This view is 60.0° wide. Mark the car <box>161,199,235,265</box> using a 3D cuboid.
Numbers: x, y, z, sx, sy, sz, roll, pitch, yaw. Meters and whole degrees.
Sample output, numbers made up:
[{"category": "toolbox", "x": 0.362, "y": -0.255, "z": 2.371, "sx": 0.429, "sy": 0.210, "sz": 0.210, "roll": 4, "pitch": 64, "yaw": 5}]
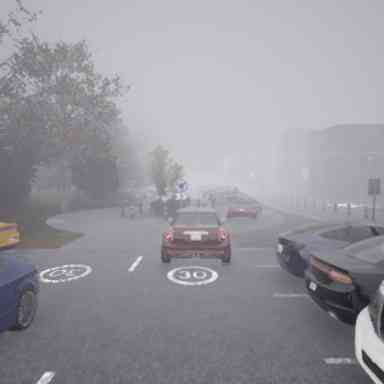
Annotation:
[{"category": "car", "x": 0.173, "y": 1.309, "z": 11.721, "sx": 2.097, "sy": 1.767, "sz": 4.553, "roll": 0, "pitch": 0, "yaw": 2}]

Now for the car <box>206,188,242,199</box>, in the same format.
[{"category": "car", "x": 4.375, "y": 0.591, "z": 38.289, "sx": 4.792, "sy": 1.488, "sz": 2.163, "roll": 0, "pitch": 1, "yaw": 0}]

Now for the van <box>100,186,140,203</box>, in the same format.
[{"category": "van", "x": -8.608, "y": 0.338, "z": 38.238, "sx": 4.442, "sy": 1.987, "sz": 1.878, "roll": 1, "pitch": 1, "yaw": 0}]

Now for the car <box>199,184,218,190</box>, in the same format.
[{"category": "car", "x": 4.493, "y": -1.397, "z": 91.188, "sx": 5.008, "sy": 1.535, "sz": 2.097, "roll": 0, "pitch": 3, "yaw": 0}]

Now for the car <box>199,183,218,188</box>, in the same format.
[{"category": "car", "x": 4.404, "y": -0.444, "z": 71.707, "sx": 4.553, "sy": 1.767, "sz": 2.185, "roll": 0, "pitch": 3, "yaw": 0}]

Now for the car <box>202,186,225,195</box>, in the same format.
[{"category": "car", "x": 4.397, "y": -0.321, "z": 68.930, "sx": 4.553, "sy": 1.767, "sz": 2.185, "roll": 0, "pitch": 3, "yaw": 0}]

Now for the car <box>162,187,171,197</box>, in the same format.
[{"category": "car", "x": -3.691, "y": 0.170, "z": 59.479, "sx": 2.128, "sy": 1.511, "sz": 4.902, "roll": 0, "pitch": 2, "yaw": 1}]

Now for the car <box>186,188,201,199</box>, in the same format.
[{"category": "car", "x": -0.091, "y": 0.542, "z": 44.016, "sx": 1.812, "sy": 1.442, "sz": 4.674, "roll": 0, "pitch": 1, "yaw": 0}]

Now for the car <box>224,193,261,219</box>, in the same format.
[{"category": "car", "x": 3.785, "y": 1.046, "z": 23.845, "sx": 1.994, "sy": 1.385, "sz": 4.181, "roll": 1, "pitch": 3, "yaw": 15}]

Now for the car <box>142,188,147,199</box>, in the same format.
[{"category": "car", "x": -8.722, "y": 0.542, "z": 43.700, "sx": 4.674, "sy": 1.452, "sz": 2.002, "roll": 0, "pitch": 1, "yaw": 0}]

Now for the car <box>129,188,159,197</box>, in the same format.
[{"category": "car", "x": -8.669, "y": 0.127, "z": 60.432, "sx": 5.008, "sy": 1.535, "sz": 2.097, "roll": 0, "pitch": 2, "yaw": 0}]

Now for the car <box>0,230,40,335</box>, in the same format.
[{"category": "car", "x": -3.565, "y": 1.511, "z": 4.093, "sx": 1.812, "sy": 1.442, "sz": 4.674, "roll": 0, "pitch": 0, "yaw": 0}]

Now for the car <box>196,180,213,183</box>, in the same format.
[{"category": "car", "x": 4.452, "y": -1.479, "z": 88.394, "sx": 5.566, "sy": 2.045, "sz": 2.435, "roll": 0, "pitch": 3, "yaw": 0}]

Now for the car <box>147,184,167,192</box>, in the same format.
[{"category": "car", "x": -8.646, "y": -1.012, "z": 82.714, "sx": 4.553, "sy": 1.767, "sz": 2.185, "roll": 0, "pitch": 3, "yaw": 0}]

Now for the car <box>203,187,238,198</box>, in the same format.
[{"category": "car", "x": 4.374, "y": 0.462, "z": 46.638, "sx": 5.008, "sy": 1.535, "sz": 2.097, "roll": 0, "pitch": 1, "yaw": 0}]

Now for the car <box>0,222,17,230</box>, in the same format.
[{"category": "car", "x": -8.516, "y": 1.441, "z": 11.154, "sx": 5.008, "sy": 1.535, "sz": 2.097, "roll": 0, "pitch": 0, "yaw": 0}]

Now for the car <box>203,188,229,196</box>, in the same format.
[{"category": "car", "x": 4.442, "y": 0.054, "z": 63.365, "sx": 4.792, "sy": 1.488, "sz": 2.163, "roll": 0, "pitch": 2, "yaw": 0}]

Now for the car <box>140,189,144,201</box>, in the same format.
[{"category": "car", "x": -8.730, "y": 0.572, "z": 40.915, "sx": 4.674, "sy": 1.452, "sz": 2.002, "roll": 0, "pitch": 1, "yaw": 0}]

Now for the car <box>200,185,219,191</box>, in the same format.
[{"category": "car", "x": 4.476, "y": -1.019, "z": 85.634, "sx": 4.674, "sy": 1.452, "sz": 2.002, "roll": 0, "pitch": 3, "yaw": 0}]

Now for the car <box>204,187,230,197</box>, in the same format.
[{"category": "car", "x": 4.437, "y": -0.004, "z": 60.574, "sx": 4.553, "sy": 1.767, "sz": 2.185, "roll": 0, "pitch": 2, "yaw": 0}]

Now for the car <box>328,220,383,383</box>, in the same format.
[{"category": "car", "x": 4.515, "y": 1.218, "z": 2.930, "sx": 5.566, "sy": 2.045, "sz": 2.435, "roll": 0, "pitch": 0, "yaw": 0}]

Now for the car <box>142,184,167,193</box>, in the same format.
[{"category": "car", "x": -8.658, "y": -0.834, "z": 77.135, "sx": 5.566, "sy": 2.045, "sz": 2.435, "roll": 0, "pitch": 3, "yaw": 0}]

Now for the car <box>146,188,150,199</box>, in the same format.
[{"category": "car", "x": -8.740, "y": 0.492, "z": 46.612, "sx": 4.792, "sy": 1.488, "sz": 2.163, "roll": 0, "pitch": 1, "yaw": 0}]

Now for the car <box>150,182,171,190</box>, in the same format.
[{"category": "car", "x": -8.564, "y": -1.646, "z": 91.169, "sx": 5.566, "sy": 2.045, "sz": 2.435, "roll": 0, "pitch": 3, "yaw": 0}]

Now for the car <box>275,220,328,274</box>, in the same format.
[{"category": "car", "x": 4.583, "y": 1.480, "z": 8.483, "sx": 4.792, "sy": 1.488, "sz": 2.163, "roll": 0, "pitch": 0, "yaw": 0}]

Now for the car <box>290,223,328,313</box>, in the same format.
[{"category": "car", "x": 4.544, "y": 1.459, "z": 5.706, "sx": 5.008, "sy": 1.535, "sz": 2.097, "roll": 0, "pitch": 0, "yaw": 0}]

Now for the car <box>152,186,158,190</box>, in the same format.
[{"category": "car", "x": -8.677, "y": 0.215, "z": 57.643, "sx": 5.008, "sy": 1.535, "sz": 2.097, "roll": 0, "pitch": 2, "yaw": 0}]

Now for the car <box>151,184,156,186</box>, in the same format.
[{"category": "car", "x": -8.459, "y": -0.315, "z": 71.575, "sx": 5.366, "sy": 1.575, "sz": 1.946, "roll": 0, "pitch": 3, "yaw": 0}]

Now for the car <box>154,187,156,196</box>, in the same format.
[{"category": "car", "x": -8.882, "y": 0.355, "z": 52.198, "sx": 5.366, "sy": 1.575, "sz": 1.946, "roll": 0, "pitch": 1, "yaw": 0}]

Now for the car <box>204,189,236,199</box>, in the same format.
[{"category": "car", "x": 4.390, "y": 0.359, "z": 52.220, "sx": 4.892, "sy": 1.521, "sz": 2.231, "roll": 0, "pitch": 1, "yaw": 0}]

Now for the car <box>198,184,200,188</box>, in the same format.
[{"category": "car", "x": 4.457, "y": -0.591, "z": 77.283, "sx": 5.008, "sy": 1.535, "sz": 2.097, "roll": 0, "pitch": 3, "yaw": 0}]

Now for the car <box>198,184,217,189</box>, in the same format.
[{"category": "car", "x": 4.310, "y": -1.568, "z": 93.966, "sx": 5.366, "sy": 1.575, "sz": 1.946, "roll": 0, "pitch": 3, "yaw": 0}]

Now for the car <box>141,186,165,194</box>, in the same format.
[{"category": "car", "x": -8.643, "y": -0.443, "z": 74.362, "sx": 5.008, "sy": 1.535, "sz": 2.097, "roll": 0, "pitch": 3, "yaw": 0}]

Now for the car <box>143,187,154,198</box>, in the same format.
[{"category": "car", "x": -8.890, "y": 0.412, "z": 49.403, "sx": 5.366, "sy": 1.575, "sz": 1.946, "roll": 0, "pitch": 1, "yaw": 0}]

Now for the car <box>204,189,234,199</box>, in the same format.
[{"category": "car", "x": 4.420, "y": 0.321, "z": 54.999, "sx": 4.792, "sy": 1.488, "sz": 2.163, "roll": 0, "pitch": 2, "yaw": 0}]

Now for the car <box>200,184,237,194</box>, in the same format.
[{"category": "car", "x": 4.347, "y": 0.163, "z": 49.427, "sx": 5.566, "sy": 2.045, "sz": 2.435, "roll": 0, "pitch": 1, "yaw": 0}]

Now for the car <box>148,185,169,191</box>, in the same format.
[{"category": "car", "x": -8.602, "y": -1.050, "z": 85.502, "sx": 5.008, "sy": 1.535, "sz": 2.097, "roll": 0, "pitch": 3, "yaw": 0}]

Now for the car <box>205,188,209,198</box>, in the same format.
[{"category": "car", "x": 4.324, "y": 0.561, "z": 41.073, "sx": 4.792, "sy": 1.488, "sz": 2.163, "roll": 0, "pitch": 1, "yaw": 0}]

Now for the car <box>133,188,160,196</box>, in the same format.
[{"category": "car", "x": -8.661, "y": 0.027, "z": 63.348, "sx": 4.892, "sy": 1.521, "sz": 2.231, "roll": 0, "pitch": 2, "yaw": 0}]
